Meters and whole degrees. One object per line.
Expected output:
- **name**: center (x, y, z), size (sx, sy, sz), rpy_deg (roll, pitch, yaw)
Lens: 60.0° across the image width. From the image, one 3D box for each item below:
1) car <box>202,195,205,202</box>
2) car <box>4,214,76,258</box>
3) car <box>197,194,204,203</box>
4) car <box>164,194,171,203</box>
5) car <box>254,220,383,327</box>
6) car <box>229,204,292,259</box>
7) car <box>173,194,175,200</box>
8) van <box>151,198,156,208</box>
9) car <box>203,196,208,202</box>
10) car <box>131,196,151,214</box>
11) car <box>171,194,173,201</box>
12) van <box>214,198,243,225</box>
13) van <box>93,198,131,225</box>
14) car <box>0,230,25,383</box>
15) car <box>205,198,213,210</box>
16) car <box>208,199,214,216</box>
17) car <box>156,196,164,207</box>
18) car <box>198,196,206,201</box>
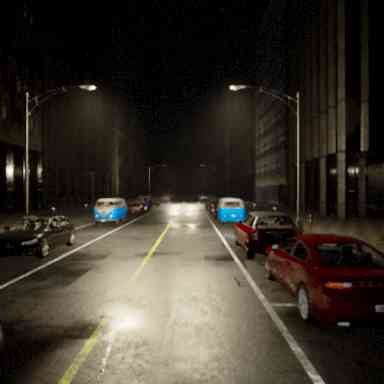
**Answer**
- **car**: center (2.673, 1.537, 46.463), size (1.752, 1.417, 4.829), rpy_deg (0, 0, 0)
- **car**: center (-5.785, 1.557, 12.612), size (2.008, 1.369, 4.403), rpy_deg (0, 0, 0)
- **car**: center (2.629, 1.590, 68.728), size (2.008, 1.369, 4.403), rpy_deg (0, 0, 0)
- **car**: center (-5.896, 1.610, 68.706), size (1.947, 1.339, 4.313), rpy_deg (0, 0, 0)
- **car**: center (2.751, 1.545, 7.029), size (1.887, 1.381, 4.507), rpy_deg (0, 0, 0)
- **car**: center (2.740, 1.441, 12.638), size (1.967, 1.590, 4.097), rpy_deg (0, 0, 0)
- **car**: center (-5.918, 1.373, 79.926), size (2.192, 1.841, 5.009), rpy_deg (0, 0, 0)
- **van**: center (-5.840, 1.355, 40.660), size (1.690, 1.788, 3.998), rpy_deg (0, 0, 0)
- **car**: center (2.685, 1.535, 40.854), size (1.752, 1.417, 4.829), rpy_deg (0, 0, 0)
- **car**: center (-5.829, 1.453, 35.050), size (1.967, 1.590, 4.097), rpy_deg (0, 0, 0)
- **car**: center (-5.907, 1.491, 74.316), size (1.967, 1.590, 4.097), rpy_deg (0, 0, 0)
- **van**: center (2.718, 1.345, 23.856), size (1.690, 1.788, 3.998), rpy_deg (0, 0, 0)
- **van**: center (-5.807, 1.350, 23.831), size (1.690, 1.788, 3.998), rpy_deg (0, 0, 0)
- **car**: center (-3.005, 1.354, 1.579), size (2.097, 1.767, 4.553), rpy_deg (0, 0, 0)
- **car**: center (2.696, 1.573, 35.075), size (1.947, 1.339, 4.313), rpy_deg (0, 0, 0)
- **car**: center (2.707, 1.551, 29.466), size (1.887, 1.381, 4.507), rpy_deg (0, 0, 0)
- **car**: center (-5.862, 1.548, 51.708), size (1.752, 1.417, 4.829), rpy_deg (0, 0, 0)
- **car**: center (2.596, 1.643, 85.556), size (1.802, 1.307, 4.206), rpy_deg (0, 0, 0)
